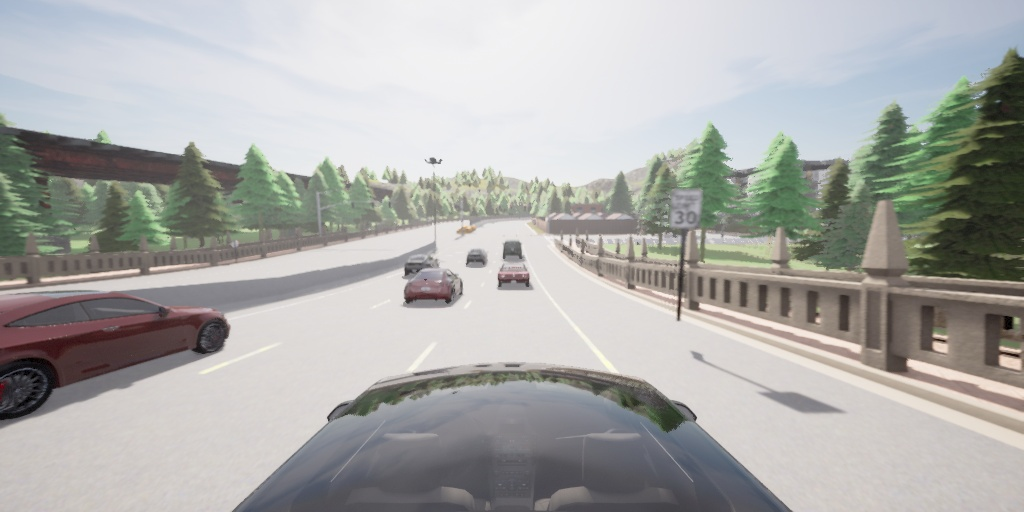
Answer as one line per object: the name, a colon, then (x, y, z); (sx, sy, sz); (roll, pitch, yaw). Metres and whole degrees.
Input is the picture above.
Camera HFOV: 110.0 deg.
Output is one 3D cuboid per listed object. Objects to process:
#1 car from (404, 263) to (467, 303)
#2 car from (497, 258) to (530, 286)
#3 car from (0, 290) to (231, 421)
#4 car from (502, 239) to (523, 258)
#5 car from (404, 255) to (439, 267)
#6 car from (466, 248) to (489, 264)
car: (-3.404, 1.218, 16.176); (1.994, 1.385, 4.181); (0, 1, 0)
car: (0.094, 1.043, 22.234); (1.895, 1.301, 4.718); (0, 3, 0)
car: (-6.901, 1.261, 5.661); (1.812, 1.442, 4.674); (0, 0, 0)
car: (0.032, -0.929, 40.570); (2.150, 2.045, 5.566); (0, 7, 0)
car: (-6.912, 0.625, 27.719); (1.837, 1.490, 4.892); (0, 4, 0)
car: (-3.442, -0.062, 35.562); (1.837, 1.490, 4.892); (0, 6, 0)
